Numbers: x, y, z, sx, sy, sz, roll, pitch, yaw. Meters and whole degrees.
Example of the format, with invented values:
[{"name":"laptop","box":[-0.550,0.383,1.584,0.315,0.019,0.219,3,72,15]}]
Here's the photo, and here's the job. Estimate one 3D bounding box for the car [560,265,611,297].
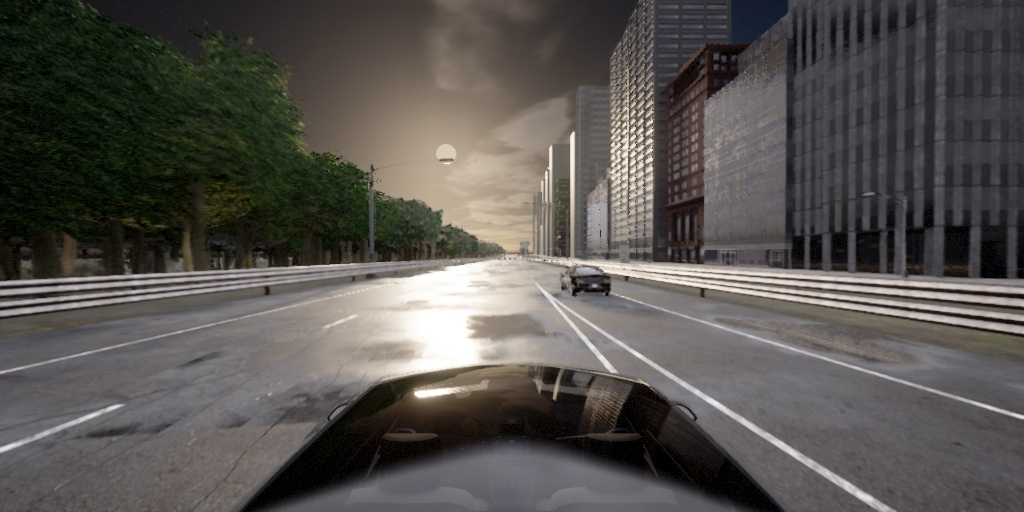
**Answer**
[{"name":"car","box":[3.786,1.236,19.172,1.882,1.535,5.008,0,0,-2]}]
